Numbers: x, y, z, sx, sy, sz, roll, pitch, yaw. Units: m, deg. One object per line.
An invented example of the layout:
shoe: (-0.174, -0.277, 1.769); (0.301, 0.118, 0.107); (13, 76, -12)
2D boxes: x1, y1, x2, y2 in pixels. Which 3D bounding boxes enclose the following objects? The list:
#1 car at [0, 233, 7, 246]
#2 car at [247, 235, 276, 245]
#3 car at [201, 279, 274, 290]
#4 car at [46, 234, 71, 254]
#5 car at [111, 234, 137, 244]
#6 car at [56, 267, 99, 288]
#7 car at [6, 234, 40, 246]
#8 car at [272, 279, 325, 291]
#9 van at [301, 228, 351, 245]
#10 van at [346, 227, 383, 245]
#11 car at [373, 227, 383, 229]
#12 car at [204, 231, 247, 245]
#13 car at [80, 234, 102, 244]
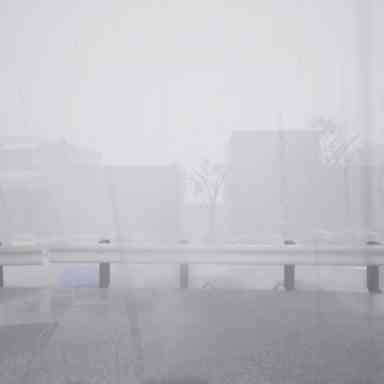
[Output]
car: (-18.019, 4.568, 30.392); (2.097, 1.535, 5.008); (0, 0, -18)
car: (5.657, 4.573, 29.711); (2.231, 1.521, 4.892); (0, 0, -18)
car: (1.644, 4.585, 12.902); (2.185, 1.767, 4.553); (0, 1, -18)
car: (-12.091, 4.569, 30.224); (2.097, 1.535, 5.008); (0, 0, -18)
car: (-6.164, 4.600, 30.029); (2.163, 1.488, 4.792); (0, 0, -18)
car: (-4.381, 4.460, 13.017); (2.435, 2.045, 5.566); (0, 1, -18)
car: (-15.119, 4.567, 30.482); (1.946, 1.575, 5.366); (0, 0, -18)
car: (4.672, 4.586, 12.823); (2.185, 1.767, 4.553); (0, 1, -18)
van: (11.526, 4.347, 29.653); (1.878, 1.987, 4.442); (0, 0, -18)
van: (14.483, 4.346, 29.567); (1.878, 1.987, 4.442); (0, 0, -18)
car: (17.496, 4.320, 29.348); (2.435, 2.045, 5.566); (0, 0, -18)
car: (2.685, 4.446, 29.827); (2.185, 1.767, 4.553); (0, 0, -18)
car: (-9.204, 4.568, 30.310); (1.946, 1.575, 5.366); (0, 0, -18)
